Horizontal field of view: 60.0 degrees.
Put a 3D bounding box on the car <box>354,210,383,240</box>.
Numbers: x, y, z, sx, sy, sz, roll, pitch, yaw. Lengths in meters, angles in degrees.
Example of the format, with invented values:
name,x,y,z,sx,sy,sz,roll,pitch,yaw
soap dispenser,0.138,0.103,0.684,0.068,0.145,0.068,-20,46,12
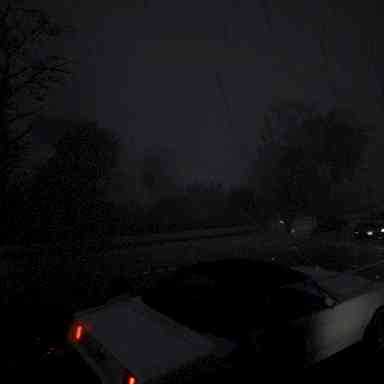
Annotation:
name,x,y,z,sx,sy,sz,roll,pitch,yaw
car,9.987,1.679,17.025,4.892,1.490,1.837,1,0,-43

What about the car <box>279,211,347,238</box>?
name,x,y,z,sx,sy,sz,roll,pitch,yaw
car,6.953,1.767,18.946,4.718,1.301,1.895,1,0,-43

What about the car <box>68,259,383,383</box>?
name,x,y,z,sx,sy,sz,roll,pitch,yaw
car,0.962,1.638,4.589,4.718,1.301,1.895,1,0,-37
